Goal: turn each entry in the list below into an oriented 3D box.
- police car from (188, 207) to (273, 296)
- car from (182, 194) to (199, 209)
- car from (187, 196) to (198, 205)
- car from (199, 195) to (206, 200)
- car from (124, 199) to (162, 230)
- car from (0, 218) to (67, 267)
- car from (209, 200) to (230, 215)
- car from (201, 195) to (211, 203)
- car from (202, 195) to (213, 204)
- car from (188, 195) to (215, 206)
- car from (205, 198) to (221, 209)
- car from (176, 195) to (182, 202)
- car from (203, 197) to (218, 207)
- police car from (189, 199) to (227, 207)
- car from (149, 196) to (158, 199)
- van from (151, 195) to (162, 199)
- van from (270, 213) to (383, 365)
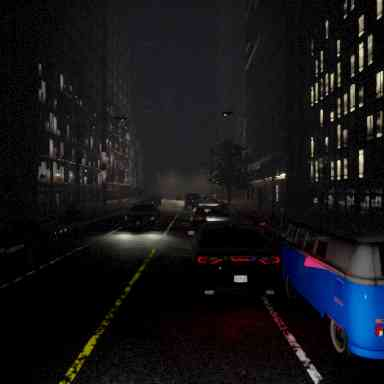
[{"bbox_3d":[0.921,1.425,8.830,1.930,1.638,5.238,0,0,0],"label":"police car"},{"bbox_3d":[0.112,1.215,44.930,2.150,2.045,5.566,0,0,0],"label":"car"},{"bbox_3d":[0.143,1.480,59.484,1.837,1.490,4.892,0,0,0],"label":"car"},{"bbox_3d":[2.911,1.463,91.083,1.887,1.381,4.507,0,0,0],"label":"car"},{"bbox_3d":[-3.048,1.477,21.396,1.882,1.535,5.008,0,0,0],"label":"car"},{"bbox_3d":[-5.663,1.582,11.411,1.802,1.307,4.206,0,0,0],"label":"car"},{"bbox_3d":[2.773,1.581,34.158,1.802,1.307,4.206,0,0,0],"label":"car"},{"bbox_3d":[2.856,1.401,68.313,1.967,1.590,4.097,0,0,0],"label":"car"},{"bbox_3d":[2.842,1.410,62.621,1.967,1.590,4.097,0,0,0],"label":"car"},{"bbox_3d":[0.959,1.351,24.691,2.097,1.767,4.553,0,0,0],"label":"car"},{"bbox_3d":[2.801,1.544,45.543,2.008,1.369,4.403,0,0,0],"label":"car"},{"bbox_3d":[-2.814,1.451,77.127,1.837,1.490,4.892,0,0,0],"label":"car"},{"bbox_3d":[2.814,1.538,51.236,2.008,1.369,4.403,0,0,0],"label":"car"},{"bbox_3d":[0.946,1.425,18.830,1.930,1.638,5.238,0,0,0],"label":"police car"},{"bbox_3d":[-5.594,1.548,39.875,2.008,1.369,4.403,0,0,0],"label":"car"},{"bbox_3d":[-5.566,1.328,51.260,1.690,1.788,3.998,0,0,0],"label":"van"},{"bbox_3d":[2.704,1.341,5.697,1.690,1.788,3.998,0,0,0],"label":"van"}]
